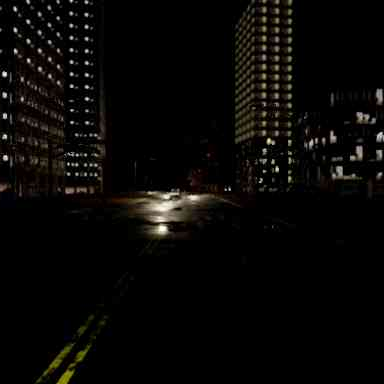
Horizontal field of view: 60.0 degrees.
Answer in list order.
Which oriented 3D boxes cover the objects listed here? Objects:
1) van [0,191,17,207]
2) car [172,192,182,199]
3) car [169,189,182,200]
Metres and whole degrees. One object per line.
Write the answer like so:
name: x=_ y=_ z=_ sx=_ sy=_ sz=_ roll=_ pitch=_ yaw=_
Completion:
van: x=-22.653 y=0.818 z=39.023 sx=3.998 sy=1.788 sz=1.690 roll=0 pitch=1 yaw=1
car: x=-3.282 y=0.736 z=74.822 sx=2.033 sy=1.411 sz=5.357 roll=0 pitch=1 yaw=-1
car: x=-3.253 y=0.545 z=64.271 sx=2.150 sy=2.045 sz=5.566 roll=0 pitch=2 yaw=0
